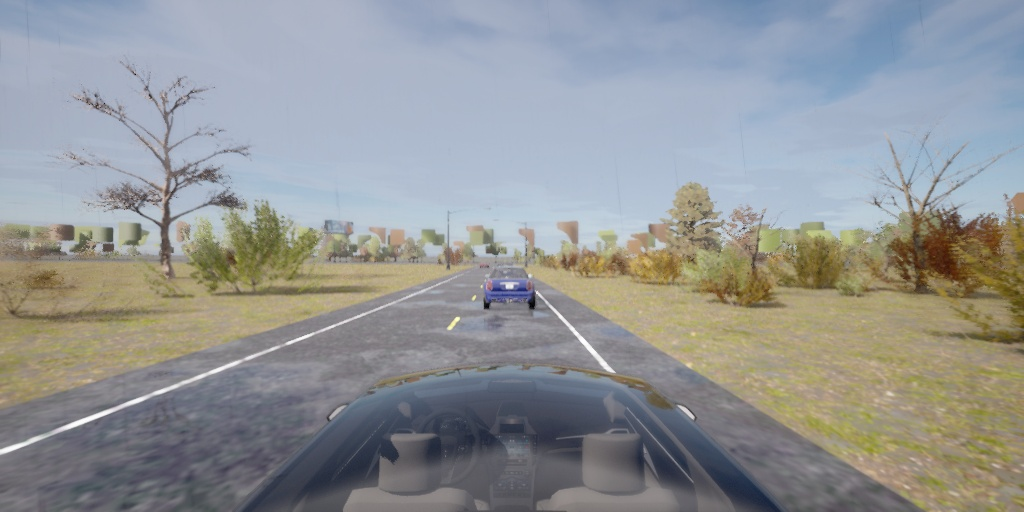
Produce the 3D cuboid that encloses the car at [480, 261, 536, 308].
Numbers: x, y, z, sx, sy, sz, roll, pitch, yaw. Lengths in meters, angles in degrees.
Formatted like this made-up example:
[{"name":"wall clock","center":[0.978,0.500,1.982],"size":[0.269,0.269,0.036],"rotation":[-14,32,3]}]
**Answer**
[{"name":"car","center":[-0.136,1.228,15.997],"size":[2.097,1.767,4.553],"rotation":[0,-1,-1]}]
